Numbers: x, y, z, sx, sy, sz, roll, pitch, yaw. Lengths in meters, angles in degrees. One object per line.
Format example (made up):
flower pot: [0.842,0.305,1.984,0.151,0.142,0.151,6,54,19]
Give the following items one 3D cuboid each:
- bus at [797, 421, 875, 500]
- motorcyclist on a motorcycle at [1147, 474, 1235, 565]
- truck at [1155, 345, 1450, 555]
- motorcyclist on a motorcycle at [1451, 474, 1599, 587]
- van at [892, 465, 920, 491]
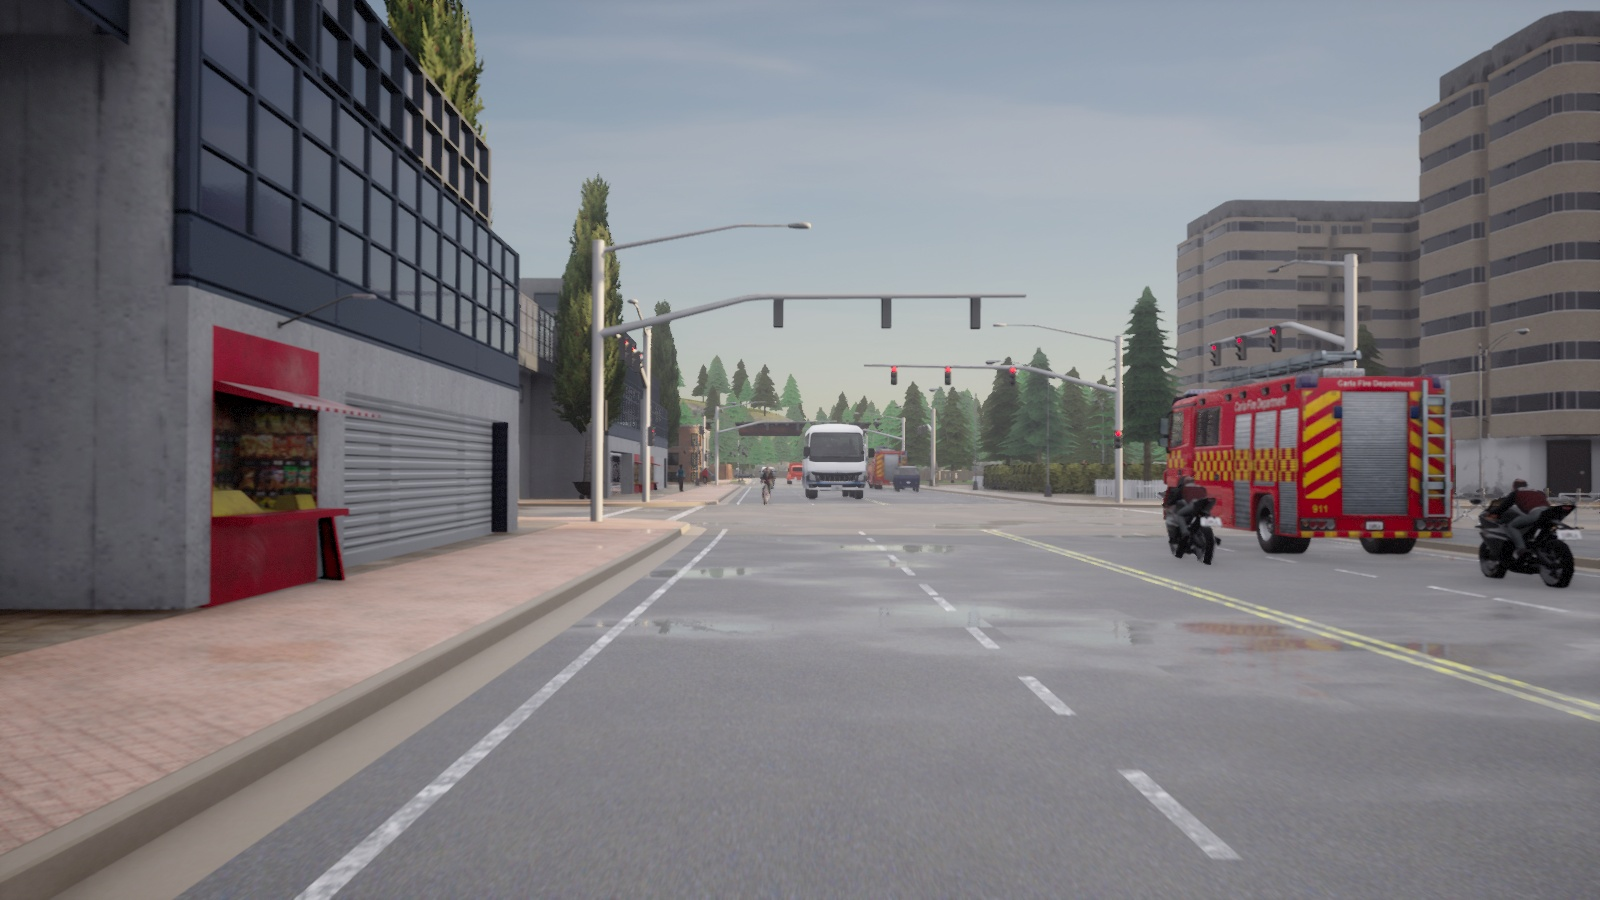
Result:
bus: [1.924,0.656,73.199,3.944,4.253,10.273,0,-1,-2]
motorcyclist on a motorcycle: [6.940,1.197,22.430,0.866,1.530,2.191,0,-1,0]
truck: [10.394,0.064,27.205,2.891,3.827,8.468,0,-1,-1]
motorcyclist on a motorcycle: [10.455,1.113,18.214,0.866,1.530,2.191,0,-1,0]
van: [8.217,2.164,97.351,1.775,1.987,4.442,0,-1,0]
